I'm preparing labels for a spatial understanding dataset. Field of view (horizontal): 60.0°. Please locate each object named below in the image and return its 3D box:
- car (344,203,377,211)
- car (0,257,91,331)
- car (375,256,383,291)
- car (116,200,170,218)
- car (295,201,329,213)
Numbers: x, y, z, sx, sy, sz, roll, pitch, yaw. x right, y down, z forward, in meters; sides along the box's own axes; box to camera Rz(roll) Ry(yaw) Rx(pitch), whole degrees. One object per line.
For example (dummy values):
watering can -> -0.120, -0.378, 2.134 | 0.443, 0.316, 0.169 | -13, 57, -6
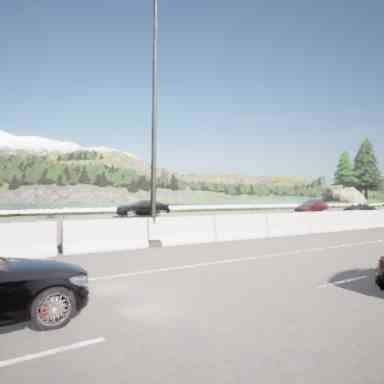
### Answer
car -> 18.881, 1.891, 37.228 | 4.181, 1.385, 1.994 | 1, 0, -33
car -> -3.975, 1.488, 5.135 | 4.674, 1.442, 1.812 | 1, 0, -36
car -> 6.195, 1.645, 7.811 | 4.181, 1.385, 1.994 | 1, 0, -34
car -> -4.399, 1.485, 30.440 | 5.008, 1.535, 1.882 | 1, 0, -33
car -> 13.834, 1.751, 38.147 | 4.674, 1.442, 1.812 | 1, 0, -33
